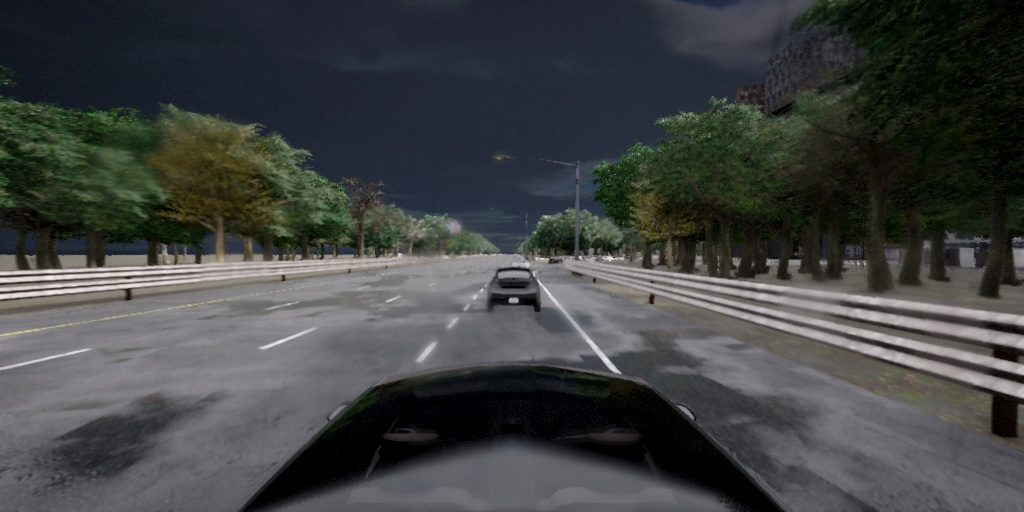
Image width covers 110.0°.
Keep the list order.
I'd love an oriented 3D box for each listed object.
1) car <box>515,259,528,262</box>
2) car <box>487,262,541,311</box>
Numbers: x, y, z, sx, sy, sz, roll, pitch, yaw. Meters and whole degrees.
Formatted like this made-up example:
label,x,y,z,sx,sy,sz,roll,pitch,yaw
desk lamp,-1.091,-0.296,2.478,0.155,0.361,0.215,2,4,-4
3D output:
label,x,y,z,sx,sy,sz,roll,pitch,yaw
car,1.256,1.062,42.902,1.895,1.301,4.718,0,0,9
car,0.072,1.169,13.954,1.837,1.490,4.892,0,0,0
